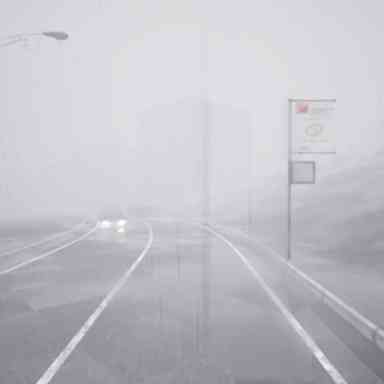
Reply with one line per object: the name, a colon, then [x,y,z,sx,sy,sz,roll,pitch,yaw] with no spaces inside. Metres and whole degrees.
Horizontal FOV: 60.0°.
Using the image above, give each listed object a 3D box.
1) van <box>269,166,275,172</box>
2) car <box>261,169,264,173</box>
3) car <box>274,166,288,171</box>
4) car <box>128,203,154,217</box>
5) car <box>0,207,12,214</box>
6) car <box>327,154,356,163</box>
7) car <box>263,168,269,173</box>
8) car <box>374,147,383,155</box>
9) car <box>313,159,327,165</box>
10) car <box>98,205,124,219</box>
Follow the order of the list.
van: [20.746,-5.285,80.091,1.878,1.987,4.442,0,1,-1]
car: [20.499,-5.464,91.217,2.435,2.045,5.566,0,1,-1]
car: [20.864,-4.976,74.698,2.231,1.521,4.892,0,1,-1]
car: [-5.679,1.879,36.363,1.812,1.442,4.674,-1,-1,-24]
car: [-35.174,3.488,62.656,4.674,1.442,1.812,-4,-1,30]
car: [21.478,-4.616,47.000,2.185,1.767,4.553,0,1,-1]
car: [20.621,-5.100,85.735,2.002,1.452,4.674,0,1,-1]
car: [21.720,-4.286,36.066,2.231,1.521,4.892,0,1,-1]
car: [21.357,-4.552,52.494,2.002,1.452,4.674,0,1,-1]
car: [-7.953,1.928,32.514,1.895,1.301,4.718,-1,-1,-22]
